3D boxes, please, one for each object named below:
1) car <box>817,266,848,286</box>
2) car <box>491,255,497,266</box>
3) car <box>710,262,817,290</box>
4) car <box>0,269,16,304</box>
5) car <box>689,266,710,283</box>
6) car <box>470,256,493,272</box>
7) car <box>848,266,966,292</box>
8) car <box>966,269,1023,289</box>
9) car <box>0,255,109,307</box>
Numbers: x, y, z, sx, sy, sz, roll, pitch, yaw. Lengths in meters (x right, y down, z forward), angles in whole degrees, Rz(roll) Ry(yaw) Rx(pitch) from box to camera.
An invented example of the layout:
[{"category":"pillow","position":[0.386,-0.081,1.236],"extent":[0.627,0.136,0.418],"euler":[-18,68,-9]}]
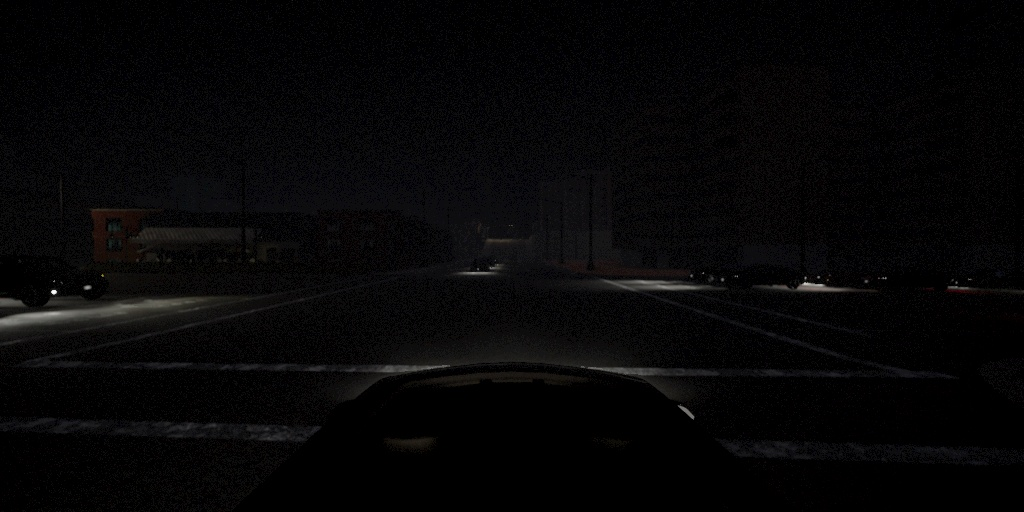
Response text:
[{"category":"car","position":[24.412,1.419,26.291],"extent":[4.181,1.385,1.994],"euler":[1,1,-2]},{"category":"car","position":[-3.475,0.797,50.974],"extent":[1.837,1.490,4.892],"euler":[0,0,1]},{"category":"car","position":[15.698,1.259,22.585],"extent":[4.902,1.511,2.128],"euler":[1,1,-1]},{"category":"car","position":[-19.871,1.306,11.651],"extent":[4.892,1.490,1.837],"euler":[0,1,1]},{"category":"car","position":[15.497,1.212,26.080],"extent":[4.902,1.511,2.128],"euler":[1,1,-1]},{"category":"car","position":[-3.528,0.980,39.966],"extent":[2.033,1.411,5.357],"euler":[0,1,0]},{"category":"car","position":[24.944,1.401,22.792],"extent":[4.902,1.511,2.128],"euler":[1,1,-1]},{"category":"car","position":[35.454,1.640,26.526],"extent":[5.357,1.411,2.033],"euler":[1,1,-1]},{"category":"car","position":[-20.628,0.978,15.160],"extent":[5.566,2.045,2.150],"euler":[0,1,1]}]
